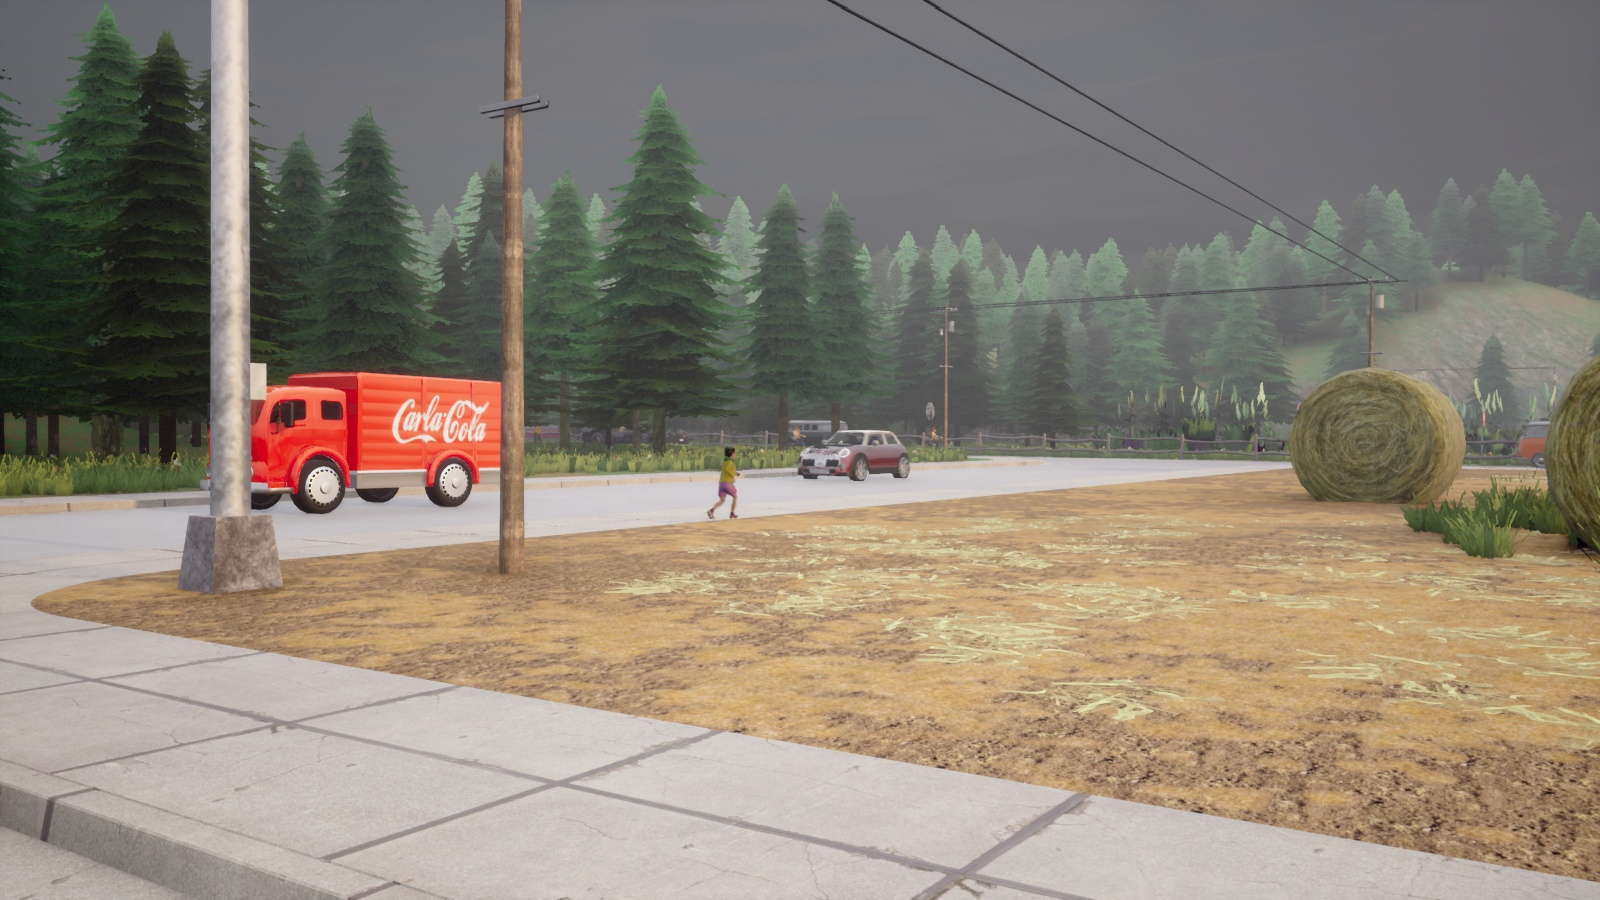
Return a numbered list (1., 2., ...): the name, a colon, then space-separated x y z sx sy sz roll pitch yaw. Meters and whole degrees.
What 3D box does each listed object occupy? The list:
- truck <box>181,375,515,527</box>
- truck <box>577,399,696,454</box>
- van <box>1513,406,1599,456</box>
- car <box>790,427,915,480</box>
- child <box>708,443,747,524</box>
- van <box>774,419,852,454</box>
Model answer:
1. truck: -8.147 -0.010 23.152 2.627 2.467 5.204 0 1 35
2. truck: -10.921 -1.525 83.282 7.936 3.462 2.891 0 1 36
3. van: 31.780 -0.779 51.252 4.442 1.987 1.775 0 1 37
4. car: 1.610 0.075 37.278 1.970 1.475 3.806 0 1 35
5. child: -1.054 0.482 18.273 0.299 1.160 0.473 0 1 45
6. van: 0.750 -0.798 74.904 4.442 1.987 1.775 0 1 37
